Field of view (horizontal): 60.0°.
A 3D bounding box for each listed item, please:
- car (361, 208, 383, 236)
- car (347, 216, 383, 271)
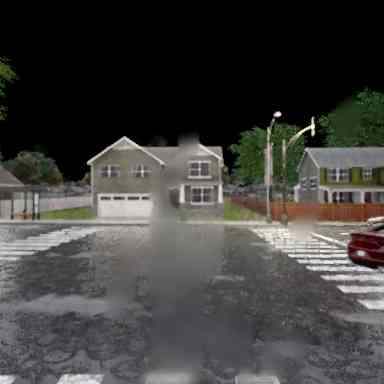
[{"bbox_3d":[12.372,1.662,18.856,4.674,1.442,1.812,0,-1,2],"label":"car"},{"bbox_3d":[6.839,1.464,9.132,5.008,1.535,1.882,0,-2,-11],"label":"car"}]
